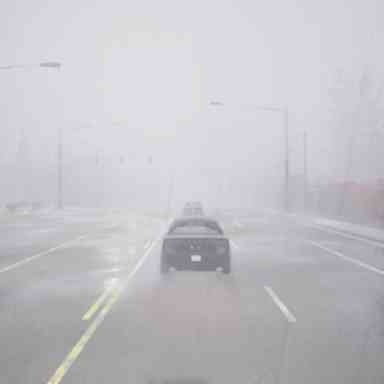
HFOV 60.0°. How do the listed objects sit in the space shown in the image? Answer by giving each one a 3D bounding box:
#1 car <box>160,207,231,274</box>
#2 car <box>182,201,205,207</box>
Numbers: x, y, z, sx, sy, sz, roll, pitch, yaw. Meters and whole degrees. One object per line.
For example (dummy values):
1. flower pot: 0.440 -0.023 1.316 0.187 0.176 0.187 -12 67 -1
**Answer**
1. car: 0.101 1.463 10.584 1.882 1.535 5.008 0 0 0
2. car: 0.103 1.511 28.712 2.033 1.411 5.357 0 0 1
